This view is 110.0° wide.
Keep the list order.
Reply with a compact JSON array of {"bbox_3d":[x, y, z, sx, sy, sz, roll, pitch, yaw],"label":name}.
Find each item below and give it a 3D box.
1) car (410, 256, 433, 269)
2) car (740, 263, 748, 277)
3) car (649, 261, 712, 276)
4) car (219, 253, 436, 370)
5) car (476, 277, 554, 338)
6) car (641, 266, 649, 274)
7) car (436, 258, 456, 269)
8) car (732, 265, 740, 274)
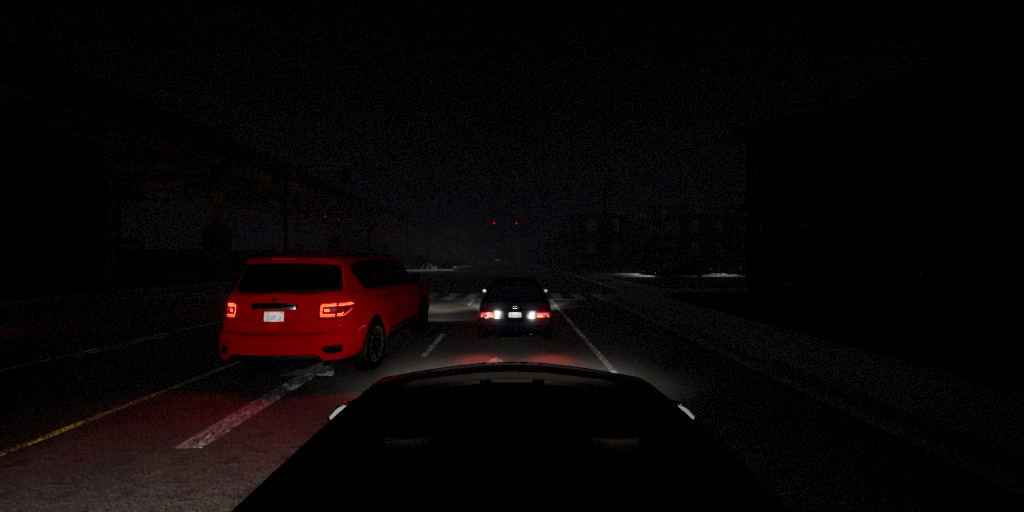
[{"bbox_3d":[-14.083,0.971,56.007,2.150,2.045,5.566,0,0,0],"label":"car"},{"bbox_3d":[21.788,1.297,28.669,5.357,1.411,2.033,0,0,0],"label":"car"},{"bbox_3d":[17.001,1.297,35.885,5.357,1.411,2.033,0,0,0],"label":"car"},{"bbox_3d":[-3.425,0.971,7.872,2.150,2.045,5.566,0,0,0],"label":"car"},{"bbox_3d":[0.084,1.297,10.125,2.033,1.411,5.357,0,0,0],"label":"car"},{"bbox_3d":[17.107,1.297,39.369,5.357,1.411,2.033,0,0,2],"label":"car"},{"bbox_3d":[-10.584,1.228,56.713,1.882,1.535,5.008,0,0,0],"label":"car"},{"bbox_3d":[26.835,1.255,39.374,4.892,1.490,1.837,0,0,0],"label":"car"}]
